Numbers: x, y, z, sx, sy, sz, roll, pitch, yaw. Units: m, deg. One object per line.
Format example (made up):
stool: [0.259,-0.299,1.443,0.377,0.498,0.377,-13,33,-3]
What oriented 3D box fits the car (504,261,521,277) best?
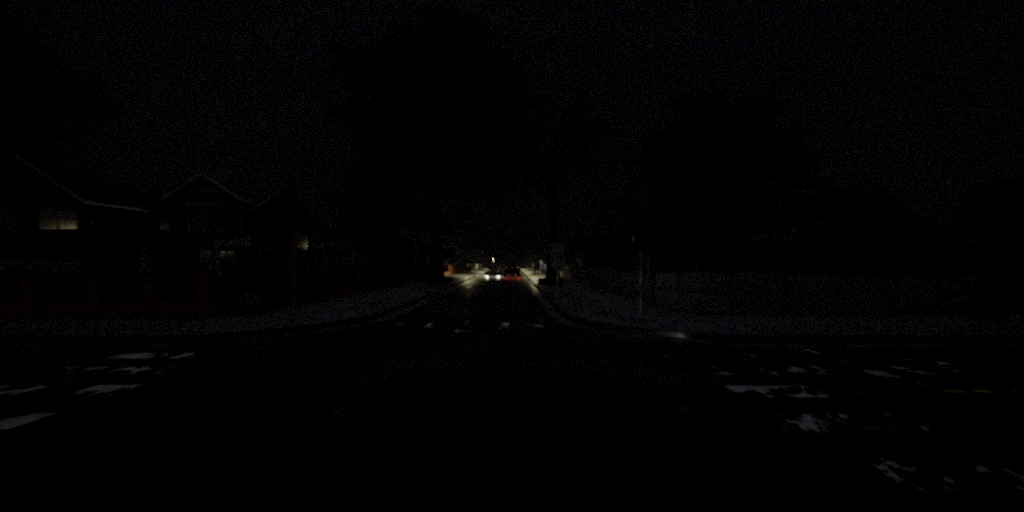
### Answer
car: [0.022,1.736,49.338,2.150,2.045,5.566,0,-1,0]

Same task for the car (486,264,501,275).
car: [-2.727,1.924,53.507,2.097,1.767,4.553,0,-1,0]
